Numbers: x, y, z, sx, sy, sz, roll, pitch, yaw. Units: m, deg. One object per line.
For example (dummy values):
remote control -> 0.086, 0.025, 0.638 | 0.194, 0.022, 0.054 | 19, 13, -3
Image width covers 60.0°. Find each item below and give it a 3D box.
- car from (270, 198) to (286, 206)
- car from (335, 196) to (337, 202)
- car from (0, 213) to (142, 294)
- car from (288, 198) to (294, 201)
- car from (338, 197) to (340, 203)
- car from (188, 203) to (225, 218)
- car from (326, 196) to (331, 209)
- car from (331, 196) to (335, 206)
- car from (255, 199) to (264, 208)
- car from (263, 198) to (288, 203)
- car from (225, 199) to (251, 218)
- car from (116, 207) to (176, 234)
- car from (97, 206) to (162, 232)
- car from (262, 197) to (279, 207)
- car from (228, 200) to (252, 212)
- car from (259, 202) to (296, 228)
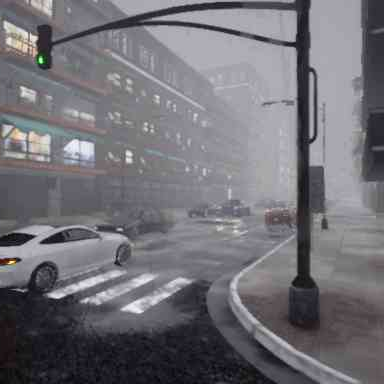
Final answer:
car -> 16.080, 1.842, 62.180 | 2.008, 1.369, 4.403 | 1, 0, 26
car -> 26.077, 1.824, 63.550 | 2.008, 1.369, 4.403 | 1, 0, 26
car -> -3.560, 1.562, 9.054 | 1.812, 1.442, 4.674 | 0, 1, 26
car -> 21.052, 1.890, 72.354 | 1.887, 1.381, 4.507 | 1, 0, 26
car -> 36.023, 1.821, 83.898 | 1.967, 1.590, 4.097 | 1, 0, 26
car -> 1.164, 1.701, 31.665 | 1.947, 1.339, 4.313 | 1, 0, 26
car -> 18.620, 1.744, 48.291 | 2.008, 1.369, 4.403 | 1, 0, 26
car -> 23.592, 1.686, 58.464 | 1.967, 1.590, 4.097 | 1, 0, 26
car -> 11.108, 1.805, 52.007 | 1.947, 1.339, 4.313 | 1, 0, 26
car -> 12.183, 1.866, 48.105 | 1.895, 1.301, 4.718 | 0, 0, 26
car -> 4.006, 1.479, 31.592 | 2.097, 1.767, 4.553 | 0, 0, 26
car -> -2.821, 1.604, 17.634 | 2.033, 1.411, 5.357 | 0, 0, 26
car -> -3.924, 1.651, 21.544 | 1.947, 1.339, 4.313 | 1, 0, 26
car -> 13.596, 1.705, 57.094 | 1.967, 1.590, 4.097 | 1, 0, 26
car -> 6.136, 1.769, 41.834 | 1.802, 1.307, 4.206 | 1, 0, 26
car -> 6.258, 1.608, 22.828 | 1.887, 1.381, 4.507 | 1, 0, 26
